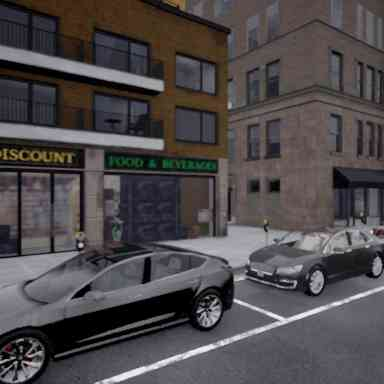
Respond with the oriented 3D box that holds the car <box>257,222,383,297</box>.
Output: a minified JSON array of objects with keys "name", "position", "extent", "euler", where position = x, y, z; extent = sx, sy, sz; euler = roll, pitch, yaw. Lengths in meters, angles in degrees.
[{"name":"car","position":[3.270,1.550,8.485],"extent":[4.403,1.369,2.008],"euler":[0,0,-35]}]

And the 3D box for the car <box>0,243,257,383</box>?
[{"name":"car","position":[-1.238,1.566,5.303],"extent":[4.313,1.339,1.947],"euler":[0,0,-35]}]
